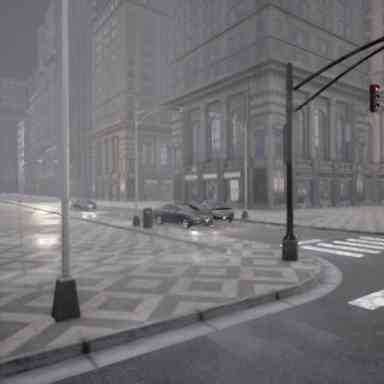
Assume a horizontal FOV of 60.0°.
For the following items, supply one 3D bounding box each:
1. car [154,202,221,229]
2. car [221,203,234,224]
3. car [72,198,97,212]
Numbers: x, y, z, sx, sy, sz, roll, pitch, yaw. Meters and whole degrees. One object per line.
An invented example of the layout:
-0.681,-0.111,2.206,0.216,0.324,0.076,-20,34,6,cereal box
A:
-0.628,1.465,21.696,1.837,1.490,4.892,-1,1,-40,car
1.285,1.460,24.011,2.128,1.511,4.902,0,0,-20,car
-12.641,1.440,38.873,2.128,1.511,4.902,0,0,-35,car
